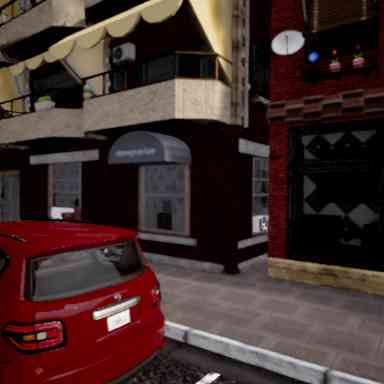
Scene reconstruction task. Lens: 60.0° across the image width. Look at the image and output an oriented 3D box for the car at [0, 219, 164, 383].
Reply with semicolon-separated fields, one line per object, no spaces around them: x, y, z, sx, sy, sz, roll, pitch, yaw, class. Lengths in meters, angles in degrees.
-2.647;1.314;4.596;5.009;1.841;2.192;0;1;36;car
